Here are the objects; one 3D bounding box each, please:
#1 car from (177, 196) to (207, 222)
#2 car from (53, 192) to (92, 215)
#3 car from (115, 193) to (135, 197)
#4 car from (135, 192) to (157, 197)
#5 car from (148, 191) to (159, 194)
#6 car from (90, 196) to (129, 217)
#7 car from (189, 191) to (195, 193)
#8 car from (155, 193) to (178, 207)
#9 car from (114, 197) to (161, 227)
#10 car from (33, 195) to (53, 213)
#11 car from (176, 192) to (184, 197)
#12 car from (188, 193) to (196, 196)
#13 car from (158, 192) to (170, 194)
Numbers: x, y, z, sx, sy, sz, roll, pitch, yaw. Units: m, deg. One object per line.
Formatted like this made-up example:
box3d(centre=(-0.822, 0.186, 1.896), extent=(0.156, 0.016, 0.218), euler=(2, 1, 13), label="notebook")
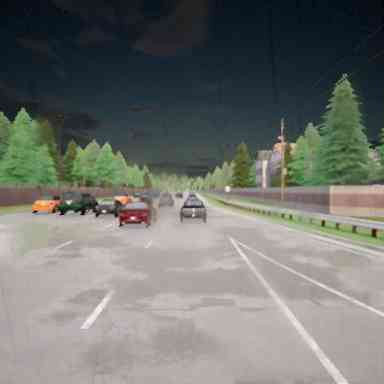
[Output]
box3d(centre=(0.107, 1.335, 24.390), extent=(2.128, 1.511, 4.902), euler=(0, 0, 0), label="car")
box3d(centre=(-10.391, 1.025, 30.742), extent=(2.150, 2.045, 5.566), euler=(0, 0, 0), label="car")
box3d(centre=(-10.385, 1.034, 49.722), extent=(2.097, 1.767, 4.553), euler=(0, 0, 0), label="car")
box3d(centre=(-6.885, 1.185, 50.017), extent=(1.837, 1.490, 4.892), euler=(0, 0, 0), label="car")
box3d(centre=(-10.475, 0.663, 86.723), extent=(2.150, 2.045, 5.566), euler=(0, 0, 0), label="car")
box3d(centre=(-6.907, 1.344, 28.418), extent=(1.812, 1.442, 4.674), euler=(0, 0, 0), label="car")
box3d(centre=(0.025, 1.031, 87.139), extent=(1.895, 1.301, 4.718), euler=(0, 0, 0), label="car")
box3d(centre=(-3.387, 1.264, 44.386), extent=(2.033, 1.411, 5.357), euler=(0, 0, 0), label="car")
box3d(centre=(-3.395, 1.339, 21.583), extent=(1.882, 1.535, 5.008), euler=(0, 0, 0), label="car")
box3d(centre=(-13.892, 1.140, 33.174), extent=(2.097, 1.767, 4.553), euler=(0, 0, 0), label="car")
box3d(centre=(-3.475, 0.938, 86.692), extent=(1.837, 1.490, 4.892), euler=(0, 0, 0), label="car")
box3d(centre=(0.113, 1.263, 44.467), extent=(2.033, 1.411, 5.357), euler=(0, 0, 0), label="car")
box3d(centre=(-6.975, 0.938, 86.694), extent=(1.837, 1.490, 4.892), euler=(0, 0, 0), label="car")
